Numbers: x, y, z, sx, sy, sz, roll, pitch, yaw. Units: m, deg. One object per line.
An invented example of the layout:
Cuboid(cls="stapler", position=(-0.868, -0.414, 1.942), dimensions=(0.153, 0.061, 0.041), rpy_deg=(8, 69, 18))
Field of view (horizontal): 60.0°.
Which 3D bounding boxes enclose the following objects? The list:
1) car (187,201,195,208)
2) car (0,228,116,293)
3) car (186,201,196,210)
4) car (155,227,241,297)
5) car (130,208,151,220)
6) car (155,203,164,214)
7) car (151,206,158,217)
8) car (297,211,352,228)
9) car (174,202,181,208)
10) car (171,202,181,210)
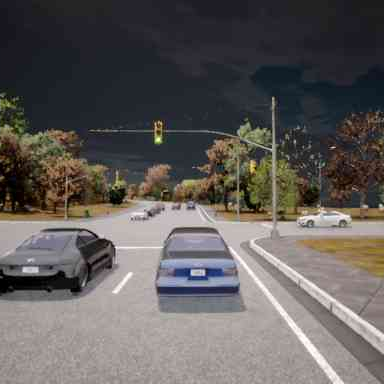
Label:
Cuboid(cls="car", position=(-0.354, 3.220, 87.929), dimensions=(1.882, 1.535, 5.008), rpy_deg=(0, 0, -4))
Cuboid(cls="car", position=(-3.447, 1.666, 9.113), dimensions=(1.994, 1.385, 4.181), rpy_deg=(0, -1, 0))
Cuboid(cls="car", position=(-0.229, 3.290, 77.750), dimensions=(2.097, 1.767, 4.553), rpy_deg=(0, 0, 0))
Cuboid(cls="car", position=(0.066, 1.645, 8.913), dimensions=(2.033, 1.411, 5.357), rpy_deg=(0, -1, -1))
Cuboid(cls="car", position=(-7.241, 3.133, 46.172), dimensions=(1.812, 1.442, 4.674), rpy_deg=(0, -2, 0))
Cuboid(cls="car", position=(-7.228, 3.519, 64.939), dimensions=(2.033, 1.411, 5.357), rpy_deg=(0, 0, 0))
Cuboid(cls="car", position=(-7.251, 3.456, 55.192), dimensions=(1.895, 1.301, 4.718), rpy_deg=(0, -1, 0))
Cuboid(cls="car", position=(11.743, 2.408, 29.591), dimensions=(4.674, 1.442, 1.812), rpy_deg=(0, -3, -1))
Cuboid(cls="car", position=(-3.878, 3.405, 88.186), dimensions=(1.837, 1.490, 4.892), rpy_deg=(0, 0, -4))
Cuboid(cls="car", position=(-3.731, 3.465, 78.210), dimensions=(1.812, 1.442, 4.674), rpy_deg=(0, 0, 0))
